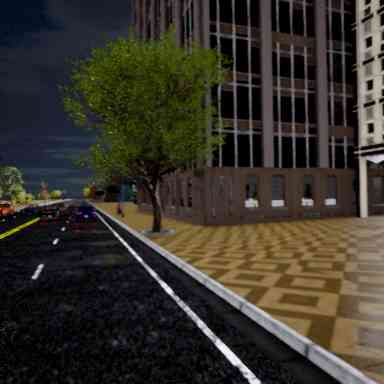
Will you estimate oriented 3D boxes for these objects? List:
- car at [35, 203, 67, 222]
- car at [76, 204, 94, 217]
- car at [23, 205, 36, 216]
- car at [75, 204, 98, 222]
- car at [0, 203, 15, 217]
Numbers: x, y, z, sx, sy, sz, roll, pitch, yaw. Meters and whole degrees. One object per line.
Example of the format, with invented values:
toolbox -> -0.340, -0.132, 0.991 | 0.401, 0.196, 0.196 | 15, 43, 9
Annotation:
car -> -13.982, 2.118, 33.309 | 2.128, 1.511, 4.902 | -1, -1, -18
car -> -13.448, 2.272, 41.870 | 2.033, 1.411, 5.357 | -1, -1, -18
car -> -21.507, 2.431, 45.071 | 2.033, 1.411, 5.357 | -1, -1, -18
car -> -10.331, 2.087, 32.454 | 1.812, 1.442, 4.674 | -1, -1, -18
car -> -23.893, 2.233, 41.935 | 2.097, 1.767, 4.553 | -1, -1, -18
